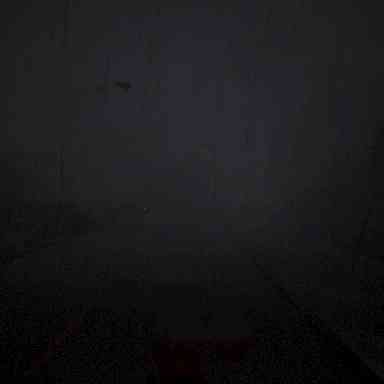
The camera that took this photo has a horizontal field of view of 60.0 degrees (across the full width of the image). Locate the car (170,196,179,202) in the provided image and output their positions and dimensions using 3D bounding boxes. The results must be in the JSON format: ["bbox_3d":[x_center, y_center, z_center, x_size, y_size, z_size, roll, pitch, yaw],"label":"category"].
[{"bbox_3d":[-3.999,1.515,76.516,2.033,1.411,5.357,0,0,0],"label":"car"}]

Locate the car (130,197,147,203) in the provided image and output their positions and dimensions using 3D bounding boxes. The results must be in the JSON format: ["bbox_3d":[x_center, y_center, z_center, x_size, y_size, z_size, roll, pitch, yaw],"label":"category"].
[{"bbox_3d":[-10.308,1.721,69.949,5.357,1.415,2.033,0,0,-40],"label":"car"}]

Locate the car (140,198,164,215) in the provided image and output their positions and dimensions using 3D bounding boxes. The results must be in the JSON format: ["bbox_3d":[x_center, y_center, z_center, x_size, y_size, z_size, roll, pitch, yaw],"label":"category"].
[{"bbox_3d":[-4.088,1.661,35.576,1.812,1.442,4.674,0,0,0],"label":"car"}]
